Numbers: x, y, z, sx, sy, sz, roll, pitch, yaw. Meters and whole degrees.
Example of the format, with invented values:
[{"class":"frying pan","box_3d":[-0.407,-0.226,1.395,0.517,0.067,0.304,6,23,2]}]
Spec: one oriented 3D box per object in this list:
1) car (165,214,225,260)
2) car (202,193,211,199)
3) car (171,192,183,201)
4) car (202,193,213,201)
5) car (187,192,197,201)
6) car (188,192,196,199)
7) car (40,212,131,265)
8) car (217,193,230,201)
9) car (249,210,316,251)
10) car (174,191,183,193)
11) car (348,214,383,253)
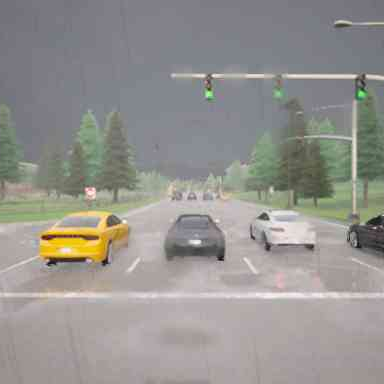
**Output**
[{"class":"car","box_3d":[0.099,1.503,12.238,1.994,1.385,4.181,0,0,0]},{"class":"car","box_3d":[3.527,0.931,81.793,1.837,1.490,4.892,0,0,0]},{"class":"car","box_3d":[-3.476,1.235,71.824,1.895,1.301,4.718,0,0,0]},{"class":"car","box_3d":[3.524,1.192,71.791,1.994,1.385,4.181,0,0,0]},{"class":"car","box_3d":[0.024,0.995,71.761,2.097,1.767,4.553,0,0,0]},{"class":"car","box_3d":[0.027,0.786,81.764,2.097,1.767,4.553,0,0,0]},{"class":"car","box_3d":[-3.402,1.420,11.501,1.882,1.535,5.008,0,0,0]},{"class":"car","box_3d":[7.024,1.119,71.373,1.882,1.535,5.008,0,0,0]},{"class":"car","box_3d":[3.592,1.458,13.736,1.812,1.442,4.674,0,0,0]},{"class":"car","box_3d":[-3.473,0.655,81.824,2.150,2.045,5.566,0,0,0]},{"class":"car","box_3d":[7.099,1.449,11.285,1.837,1.490,4.892,0,0,0]}]
